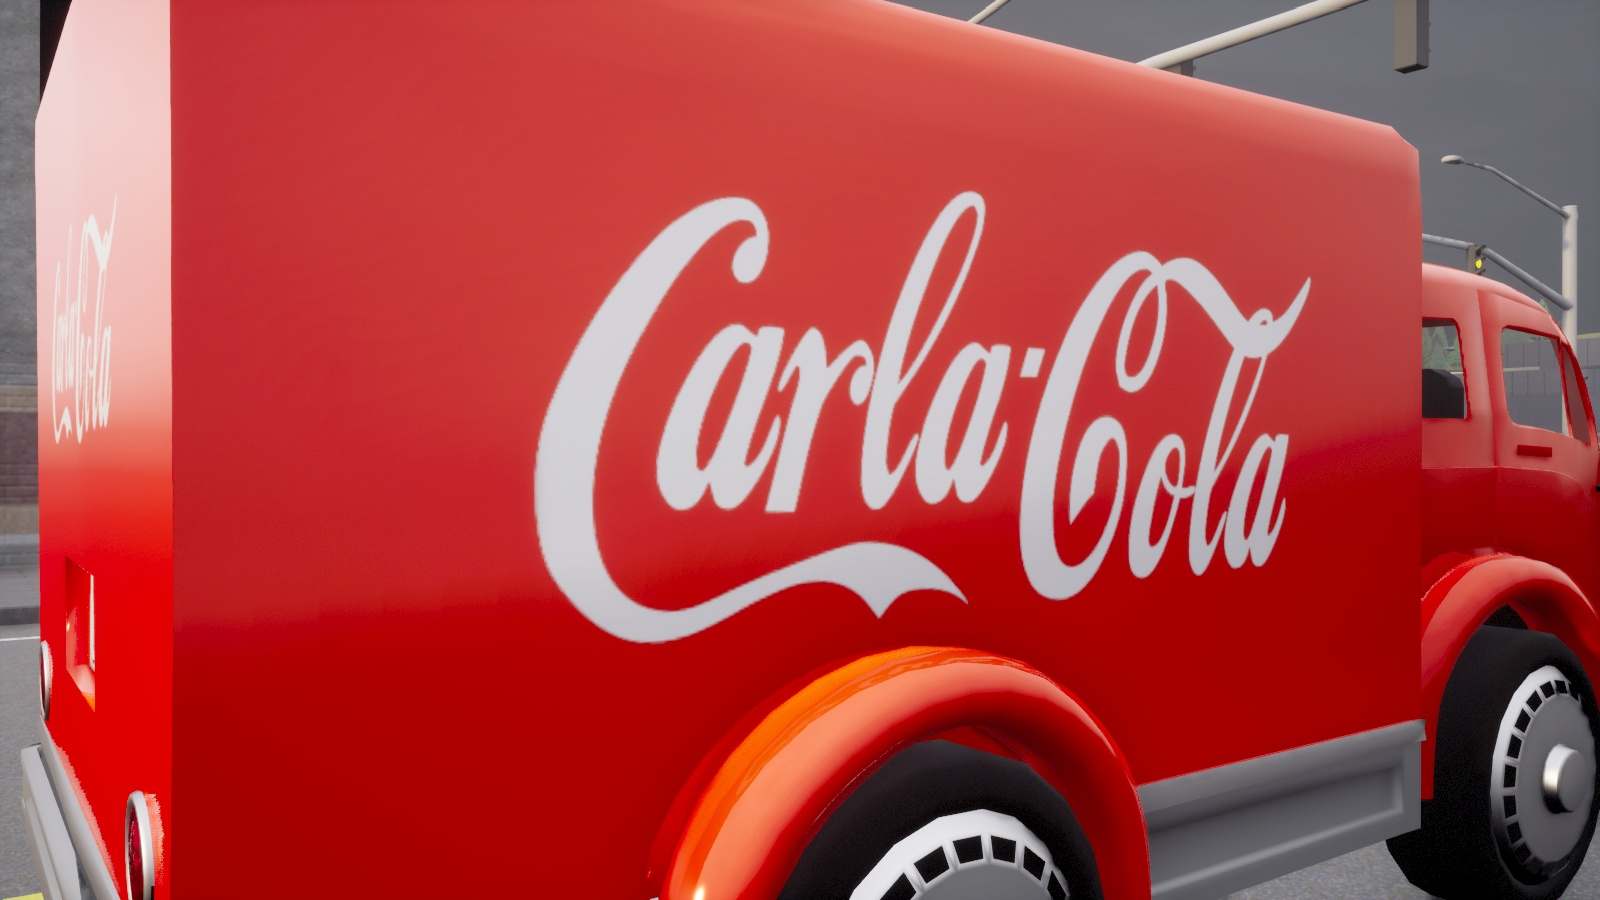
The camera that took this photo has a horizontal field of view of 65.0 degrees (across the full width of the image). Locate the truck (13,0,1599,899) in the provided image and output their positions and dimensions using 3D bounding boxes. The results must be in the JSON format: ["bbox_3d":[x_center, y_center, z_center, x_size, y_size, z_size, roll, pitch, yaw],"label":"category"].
[{"bbox_3d":[0.591,0.267,4.070,5.204,2.467,2.627,0,0,-35],"label":"truck"}]
